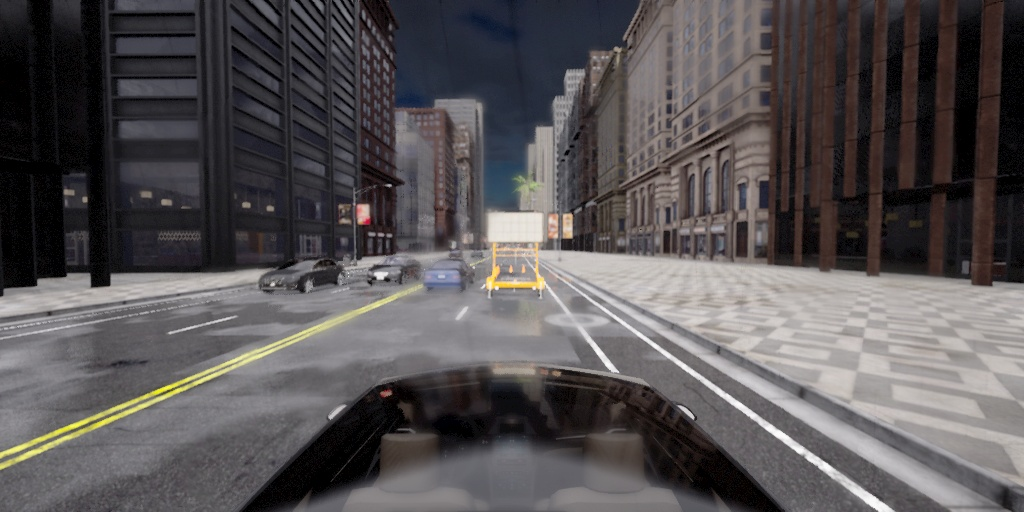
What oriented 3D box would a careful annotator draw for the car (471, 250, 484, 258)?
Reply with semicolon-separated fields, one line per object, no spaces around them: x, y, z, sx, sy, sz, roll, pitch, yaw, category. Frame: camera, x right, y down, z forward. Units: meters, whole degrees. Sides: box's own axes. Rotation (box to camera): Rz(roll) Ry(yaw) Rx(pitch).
-5.881;-0.274;61.276;1.994;1.385;4.181;0;2;1;car

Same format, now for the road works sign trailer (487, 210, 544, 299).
0.152;-0.155;15.387;2.380;3.560;2.880;0;0;1;road works sign trailer

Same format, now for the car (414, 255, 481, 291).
-2.971;0.861;17.848;2.033;1.411;5.357;0;2;1;car

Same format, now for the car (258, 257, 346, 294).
-9.679;0.842;16.956;1.837;1.490;4.892;0;2;1;car

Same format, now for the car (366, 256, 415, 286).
-6.394;0.749;19.931;2.128;1.511;4.902;0;2;1;car

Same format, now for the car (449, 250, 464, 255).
-9.143;-0.237;59.249;2.033;1.411;5.357;0;2;1;car
